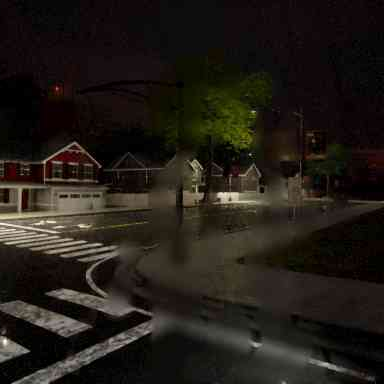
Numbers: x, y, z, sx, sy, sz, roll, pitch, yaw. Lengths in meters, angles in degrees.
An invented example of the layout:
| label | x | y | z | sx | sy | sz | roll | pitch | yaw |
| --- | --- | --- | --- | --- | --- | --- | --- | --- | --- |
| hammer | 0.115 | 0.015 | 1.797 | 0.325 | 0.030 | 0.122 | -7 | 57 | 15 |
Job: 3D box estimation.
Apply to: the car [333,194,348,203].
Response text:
| label | x | y | z | sx | sy | sz | roll | pitch | yaw |
| --- | --- | --- | --- | --- | --- | --- | --- | --- | --- |
| car | 28.056 | 1.208 | 62.697 | 2.128 | 1.511 | 4.902 | 1 | 0 | 36 |

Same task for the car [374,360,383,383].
| label | x | y | z | sx | sy | sz | roll | pitch | yaw |
| --- | --- | --- | --- | --- | --- | --- | --- | --- | --- |
| car | 3.380 | 1.506 | 1.268 | 4.892 | 1.490 | 1.837 | 0 | 0 | 36 |
